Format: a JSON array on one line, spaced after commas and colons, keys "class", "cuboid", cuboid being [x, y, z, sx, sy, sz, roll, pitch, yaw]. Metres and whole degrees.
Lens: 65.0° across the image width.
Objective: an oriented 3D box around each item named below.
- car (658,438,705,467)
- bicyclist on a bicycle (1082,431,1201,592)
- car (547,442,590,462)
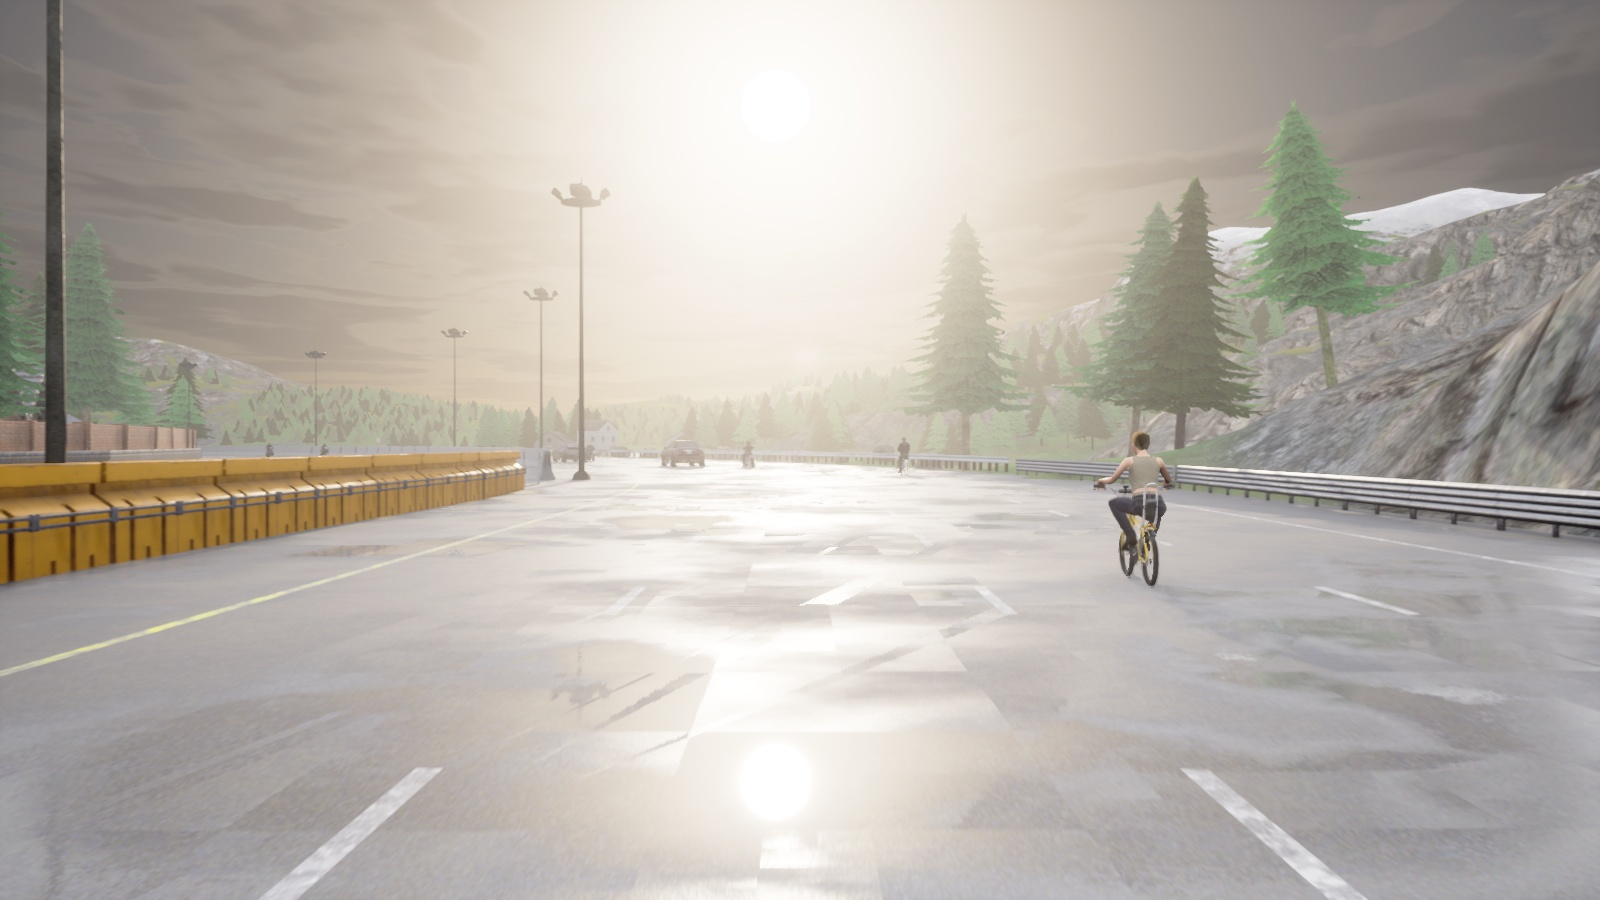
[{"class": "car", "cuboid": [-7.508, 0.153, 79.153, 2.097, 1.767, 4.553, 0, 0, -17]}, {"class": "bicyclist on a bicycle", "cuboid": [3.598, 0.611, 13.364, 0.866, 1.612, 1.509, 0, 0, 1]}, {"class": "car", "cuboid": [-17.847, 0.144, 96.570, 2.128, 1.511, 4.902, 0, 0, -24]}]
